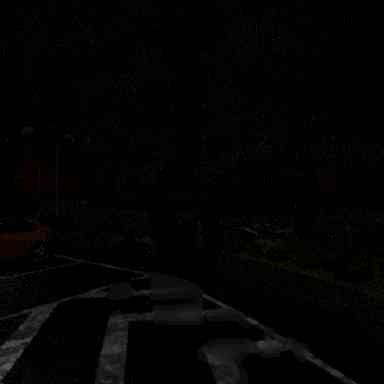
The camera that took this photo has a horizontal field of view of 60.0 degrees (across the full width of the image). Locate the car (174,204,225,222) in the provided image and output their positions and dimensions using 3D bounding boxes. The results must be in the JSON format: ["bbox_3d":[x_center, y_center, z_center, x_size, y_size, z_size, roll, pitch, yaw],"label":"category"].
[{"bbox_3d":[0.427,1.454,20.655,1.784,1.438,3.905,0,0,36],"label":"car"}]

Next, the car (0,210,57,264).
[{"bbox_3d":[-6.109,1.456,9.509,1.816,1.474,4.193,0,0,36],"label":"car"}]

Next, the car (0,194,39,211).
[{"bbox_3d":[-17.936,1.146,33.620,1.932,1.855,4.605,0,0,36],"label":"car"}]
